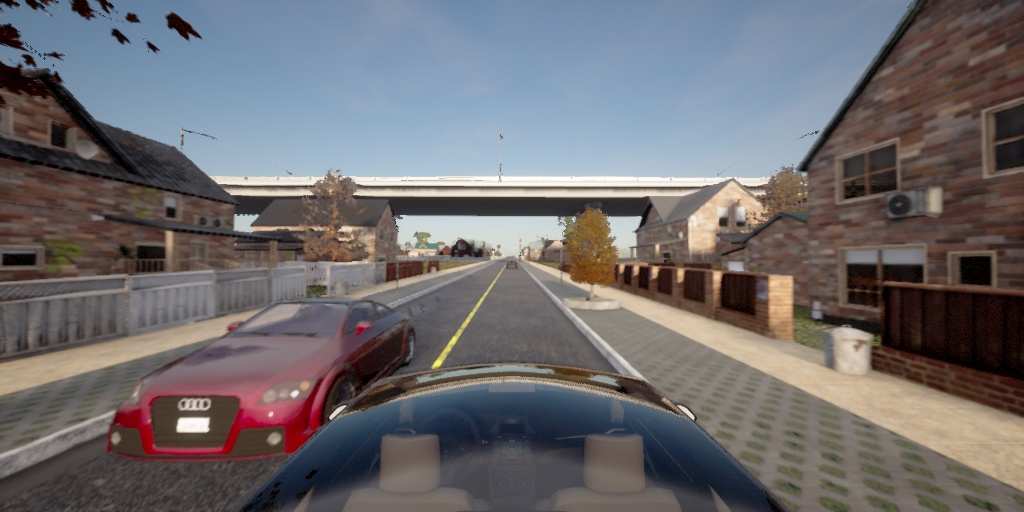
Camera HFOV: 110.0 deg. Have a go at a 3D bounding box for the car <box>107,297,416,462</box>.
[{"bbox_3d":[-2.820,1.316,5.176,1.994,1.385,4.181,0,0,0],"label":"car"}]

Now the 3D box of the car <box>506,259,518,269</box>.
[{"bbox_3d":[-0.005,1.255,56.034,1.837,1.490,4.892,0,0,0],"label":"car"}]
